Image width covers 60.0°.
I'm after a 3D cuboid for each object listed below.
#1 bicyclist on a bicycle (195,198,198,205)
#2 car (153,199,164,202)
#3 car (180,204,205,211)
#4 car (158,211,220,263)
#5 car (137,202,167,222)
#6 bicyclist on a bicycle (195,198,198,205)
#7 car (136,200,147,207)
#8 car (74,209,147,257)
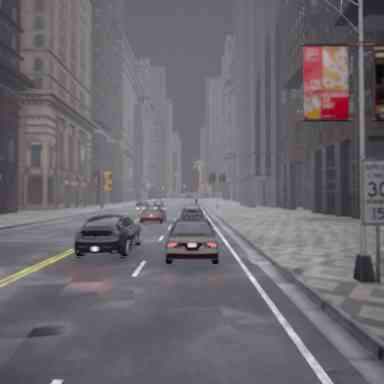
[{"bbox_3d":[0.921,2.170,76.297,0.659,1.776,1.843,0,0,0],"label":"bicyclist on a bicycle"},{"bbox_3d":[-6.496,2.182,65.054,2.128,1.511,4.902,0,-1,0],"label":"car"},{"bbox_3d":[0.026,1.811,28.510,1.837,1.490,4.892,0,0,0],"label":"car"},{"bbox_3d":[0.011,1.680,12.546,2.033,1.411,5.357,0,-1,0],"label":"car"},{"bbox_3d":[-3.225,1.867,28.468,1.994,1.385,4.181,0,-1,1],"label":"car"},{"bbox_3d":[0.917,2.078,67.297,0.659,1.776,1.843,0,0,0],"label":"bicyclist on a bicycle"},{"bbox_3d":[-9.740,2.246,64.938,1.994,1.385,4.181,0,-1,0],"label":"car"},{"bbox_3d":[-3.230,1.650,13.525,1.837,1.490,4.892,0,0,0],"label":"car"}]
